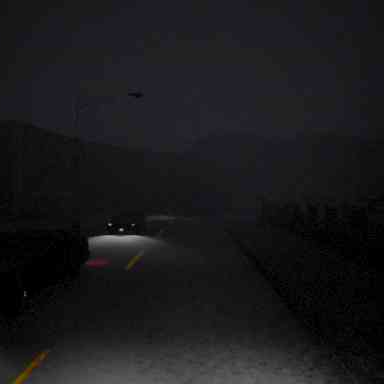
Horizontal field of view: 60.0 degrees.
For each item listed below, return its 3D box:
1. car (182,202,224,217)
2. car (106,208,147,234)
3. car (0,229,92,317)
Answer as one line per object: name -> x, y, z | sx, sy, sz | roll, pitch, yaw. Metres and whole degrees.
car -> 1.281, 1.909, 36.871 | 5.008, 1.535, 1.882 | 1, -1, -32
car -> -4.012, 1.766, 21.295 | 2.033, 1.411, 5.357 | 0, -1, -1
car -> -4.026, 1.613, 7.876 | 2.033, 1.411, 5.357 | 0, -1, 2
